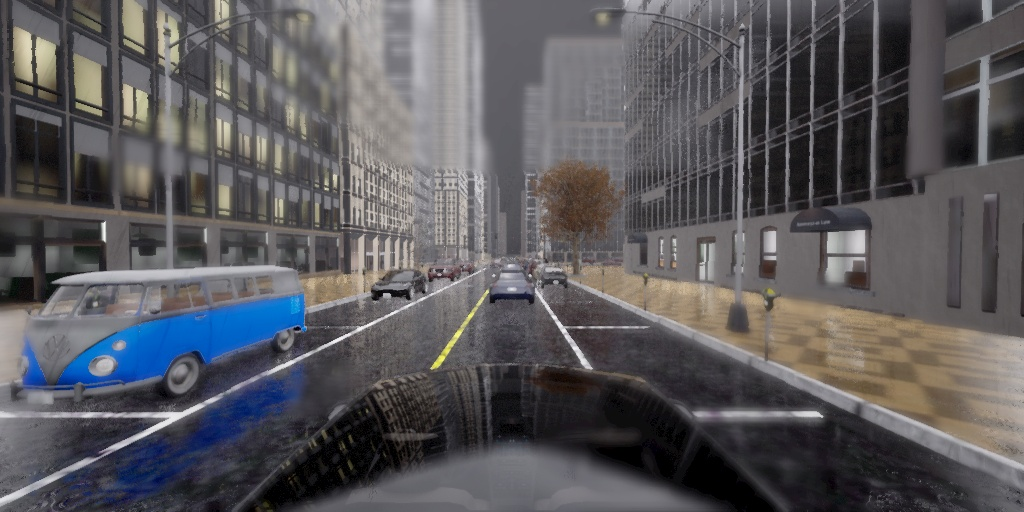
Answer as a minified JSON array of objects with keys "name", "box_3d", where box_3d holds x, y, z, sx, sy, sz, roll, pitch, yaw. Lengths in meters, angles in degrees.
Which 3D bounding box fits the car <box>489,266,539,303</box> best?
[{"name":"car","box_3d":[0.000,1.316,16.502,1.994,1.385,4.181,0,0,0]}]

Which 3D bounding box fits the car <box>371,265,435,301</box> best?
[{"name":"car","box_3d":[-5.316,1.308,17.452,1.948,1.339,4.313,0,0,0]}]

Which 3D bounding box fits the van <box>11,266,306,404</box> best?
[{"name":"van","box_3d":[-5.316,1.086,6.154,1.690,1.789,3.998,0,0,0]}]

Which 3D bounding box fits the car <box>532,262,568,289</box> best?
[{"name":"car","box_3d":[2.565,1.291,23.133,2.007,1.370,4.403,0,0,0]}]

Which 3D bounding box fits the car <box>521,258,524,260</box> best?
[{"name":"car","box_3d":[2.565,1.298,51.376,1.948,1.339,4.313,0,0,0]}]

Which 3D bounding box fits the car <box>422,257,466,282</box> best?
[{"name":"car","box_3d":[-5.316,1.054,28.749,2.192,1.841,5.009,0,0,0]}]

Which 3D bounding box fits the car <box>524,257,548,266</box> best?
[{"name":"car","box_3d":[2.565,1.052,34.430,2.192,1.841,5.009,0,0,0]}]

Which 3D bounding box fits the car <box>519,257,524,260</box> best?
[{"name":"car","box_3d":[2.565,1.045,57.025,2.192,1.841,5.009,0,0,0]}]

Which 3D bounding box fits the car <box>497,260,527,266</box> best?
[{"name":"car","box_3d":[0.000,1.303,31.503,2.033,1.411,5.357,0,0,0]}]

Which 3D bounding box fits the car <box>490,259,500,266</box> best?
[{"name":"car","box_3d":[-2.750,1.289,64.508,1.812,1.442,4.674,0,0,0]}]

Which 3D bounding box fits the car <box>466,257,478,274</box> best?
[{"name":"car","box_3d":[-5.316,1.050,40.046,2.192,1.841,5.009,0,0,0]}]

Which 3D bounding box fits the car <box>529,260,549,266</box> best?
[{"name":"car","box_3d":[2.565,1.265,28.951,1.751,1.417,4.829,0,0,0]}]
